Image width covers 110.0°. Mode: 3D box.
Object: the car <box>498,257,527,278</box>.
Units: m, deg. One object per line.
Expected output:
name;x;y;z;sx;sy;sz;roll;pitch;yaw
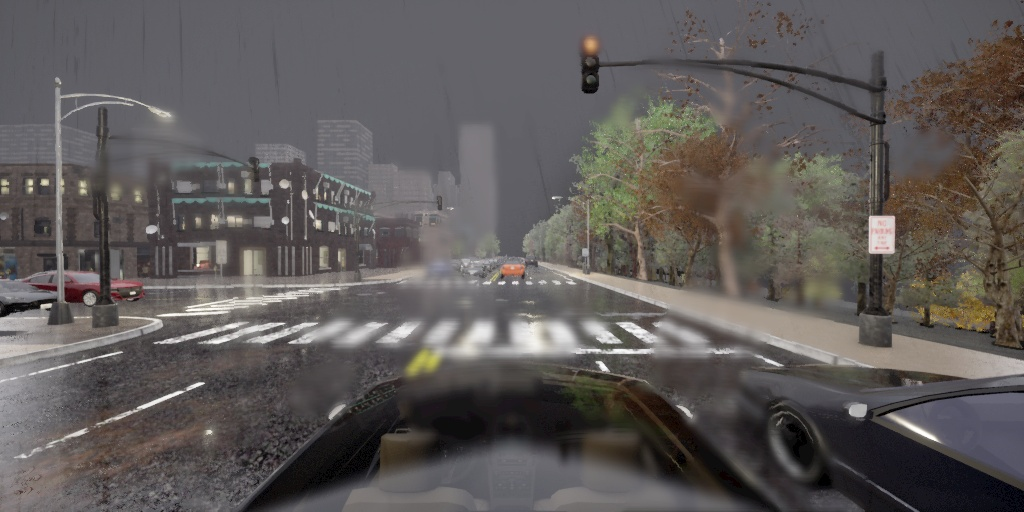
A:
car;0.100;1.091;33.994;2.097;1.767;4.553;0;0;1

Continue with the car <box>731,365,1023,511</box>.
car;3.350;1.297;1.504;2.033;1.411;5.357;0;0;0

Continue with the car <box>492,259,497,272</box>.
car;-3.292;1.228;42.373;2.128;1.511;4.902;0;0;0

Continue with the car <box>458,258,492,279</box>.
car;-3.305;1.232;32.968;2.128;1.511;4.902;0;0;0

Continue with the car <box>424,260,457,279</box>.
car;-6.557;1.266;32.981;1.812;1.442;4.674;0;0;0

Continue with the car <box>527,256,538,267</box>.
car;3.428;0.948;64.252;2.150;2.045;5.566;0;0;0

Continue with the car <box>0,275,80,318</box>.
car;-19.932;1.565;13.681;4.313;1.339;1.948;0;0;0

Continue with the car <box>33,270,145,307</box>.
car;-19.821;1.448;16.386;5.008;1.535;1.882;-1;1;0

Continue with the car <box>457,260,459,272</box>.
car;-6.543;1.241;42.241;1.837;1.490;4.892;0;0;0
